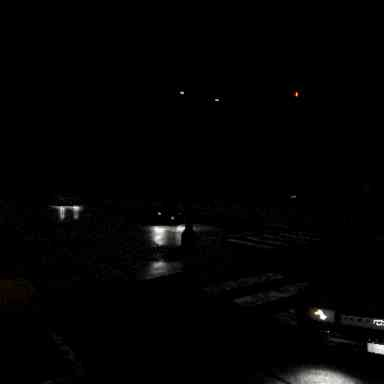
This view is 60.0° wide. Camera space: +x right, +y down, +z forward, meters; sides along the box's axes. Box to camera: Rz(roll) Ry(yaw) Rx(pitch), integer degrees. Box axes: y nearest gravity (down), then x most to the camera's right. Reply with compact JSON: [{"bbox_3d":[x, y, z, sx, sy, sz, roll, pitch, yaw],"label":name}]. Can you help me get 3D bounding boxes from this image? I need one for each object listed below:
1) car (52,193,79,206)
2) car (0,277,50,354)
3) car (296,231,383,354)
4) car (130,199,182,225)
[{"bbox_3d":[-14.586,0.815,38.232,1.812,1.442,4.674,0,1,-35],"label":"car"},{"bbox_3d":[-4.222,1.525,3.650,4.829,1.417,1.752,0,0,-35],"label":"car"},{"bbox_3d":[3.319,1.548,6.628,2.033,1.411,5.357,0,1,21],"label":"car"},{"bbox_3d":[-2.466,1.193,21.259,1.812,1.442,4.674,0,1,-36],"label":"car"}]
